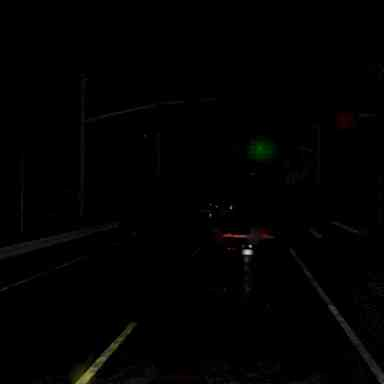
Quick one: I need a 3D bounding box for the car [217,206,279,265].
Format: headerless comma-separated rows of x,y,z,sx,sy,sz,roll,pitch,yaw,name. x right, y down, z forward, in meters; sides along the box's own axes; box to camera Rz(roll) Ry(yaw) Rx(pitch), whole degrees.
1.977,1.472,11.709,2.128,1.511,4.902,1,0,10,car

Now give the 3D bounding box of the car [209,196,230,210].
3.279,1.392,40.654,1.837,1.490,4.892,1,1,10,car

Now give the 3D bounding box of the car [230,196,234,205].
6.234,1.413,57.276,2.033,1.411,5.357,1,0,10,car
